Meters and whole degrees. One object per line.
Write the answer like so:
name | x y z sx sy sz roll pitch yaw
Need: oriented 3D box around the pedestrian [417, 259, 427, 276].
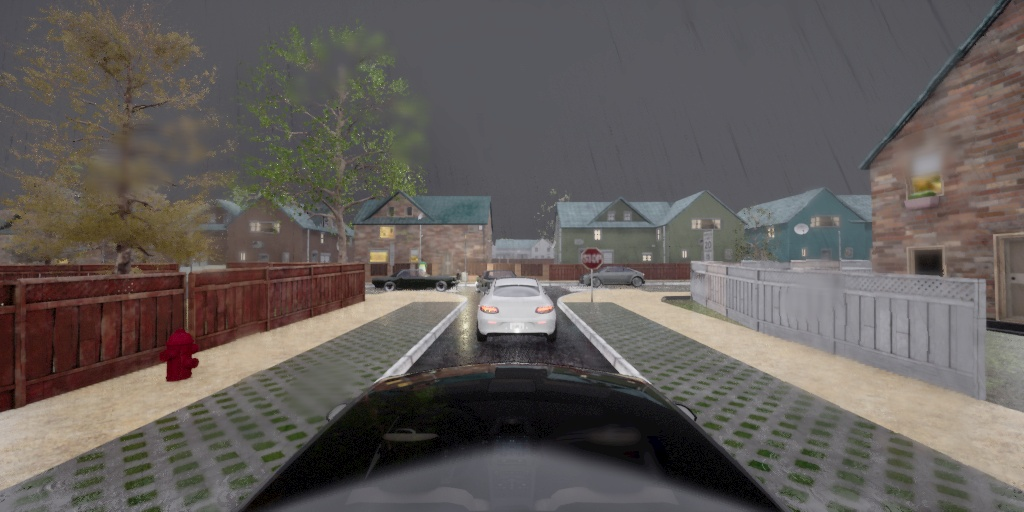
pedestrian | -6.691 1.118 26.777 0.375 1.860 0.375 0 -1 1

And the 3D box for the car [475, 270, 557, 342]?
car | 0.106 1.279 9.685 1.812 1.442 4.674 0 0 0

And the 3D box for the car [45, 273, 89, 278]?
car | -25.600 1.632 21.169 4.718 1.301 1.895 -1 -1 1

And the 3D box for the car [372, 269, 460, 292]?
car | -5.475 1.416 20.891 4.718 1.301 1.895 -1 -1 1

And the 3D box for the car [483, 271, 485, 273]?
car | -0.750 1.366 18.504 1.895 1.301 4.718 0 -1 -12

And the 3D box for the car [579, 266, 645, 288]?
car | 6.547 1.344 23.677 4.181 1.385 1.994 0 -1 1
